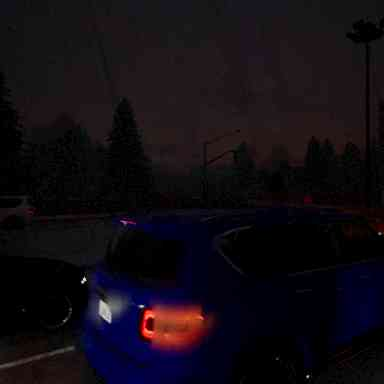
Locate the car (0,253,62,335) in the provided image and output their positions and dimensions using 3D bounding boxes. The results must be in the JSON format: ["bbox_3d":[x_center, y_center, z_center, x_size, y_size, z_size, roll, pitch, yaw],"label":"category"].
[{"bbox_3d":[-3.758,1.564,5.357,4.181,1.385,1.994,0,0,-36],"label":"car"}]

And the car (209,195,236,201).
[{"bbox_3d":[3.658,1.391,48.394,1.895,1.301,4.718,-1,0,-35],"label":"car"}]

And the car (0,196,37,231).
[{"bbox_3d":[-11.212,1.225,17.491,5.566,2.045,2.150,0,0,-35],"label":"car"}]

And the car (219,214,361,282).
[{"bbox_3d":[3.084,1.516,10.223,4.181,1.385,1.994,0,0,-34],"label":"car"}]

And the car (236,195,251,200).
[{"bbox_3d":[6.874,1.257,49.915,2.128,1.511,4.902,-1,0,-35],"label":"car"}]

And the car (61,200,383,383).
[{"bbox_3d":[1.367,1.206,4.707,5.566,2.045,2.150,-1,0,-35],"label":"car"}]
